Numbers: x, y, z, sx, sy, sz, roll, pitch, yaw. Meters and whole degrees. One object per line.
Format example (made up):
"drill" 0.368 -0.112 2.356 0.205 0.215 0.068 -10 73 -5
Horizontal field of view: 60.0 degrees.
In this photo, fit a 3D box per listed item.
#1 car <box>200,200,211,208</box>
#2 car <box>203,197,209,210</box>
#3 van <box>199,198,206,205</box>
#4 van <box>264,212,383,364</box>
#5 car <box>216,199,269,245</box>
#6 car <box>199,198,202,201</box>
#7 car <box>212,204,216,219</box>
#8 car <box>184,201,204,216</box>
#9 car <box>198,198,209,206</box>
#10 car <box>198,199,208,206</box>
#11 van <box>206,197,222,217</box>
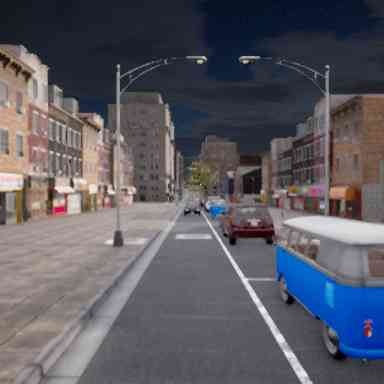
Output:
"car" 2.594 2.248 63.983 1.887 1.381 4.507 -2 -1 0
"car" 2.966 1.662 44.343 2.150 2.045 5.566 0 -1 0
"van" 2.580 2.348 82.870 1.690 1.788 3.998 -2 -1 0
"van" 2.617 1.390 5.794 1.690 1.788 3.998 -1 0 0
"car" 2.611 1.450 16.376 2.192 1.841 5.009 -1 -1 0
"car" -0.010 1.954 46.927 2.128 1.511 4.902 0 -1 0
"car" 2.613 1.735 21.663 2.008 1.369 4.403 -1 -1 0
"car" 0.044 1.944 37.056 1.895 1.301 4.718 0 -1 0
"car" 2.583 2.184 74.566 2.192 1.841 5.009 -2 -1 0
"car" 2.588 2.503 79.546 2.008 1.369 4.403 -2 -1 0
"van" 2.605 1.634 32.246 1.690 1.788 3.998 -1 -1 0
